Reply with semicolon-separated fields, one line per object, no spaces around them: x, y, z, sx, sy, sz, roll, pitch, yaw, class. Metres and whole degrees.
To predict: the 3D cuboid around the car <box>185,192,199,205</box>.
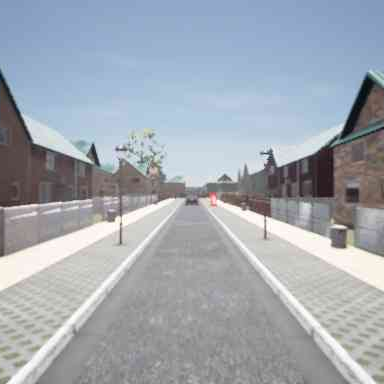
0.004;1.192;54.004;2.097;1.767;4.553;0;0;0;car

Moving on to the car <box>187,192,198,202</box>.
0.007;0.952;67.983;2.150;2.045;5.566;0;0;0;car

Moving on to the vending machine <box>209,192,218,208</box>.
2.988;1.063;45.493;1.100;2.100;0.880;-1;-1;0;vending machine
